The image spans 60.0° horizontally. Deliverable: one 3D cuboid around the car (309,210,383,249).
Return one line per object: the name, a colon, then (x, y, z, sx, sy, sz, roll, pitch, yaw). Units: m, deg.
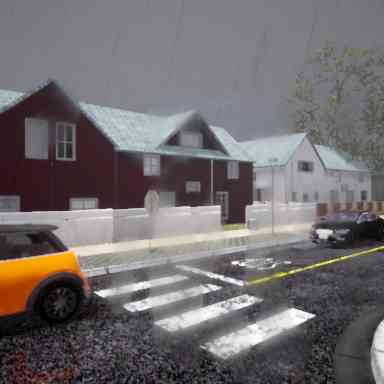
car: (7.302, 1.612, 15.420, 4.902, 1.511, 2.128, 1, 0, -41)

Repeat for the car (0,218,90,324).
car: (-4.148, 1.367, 5.448, 4.553, 1.767, 2.097, 0, 0, -41)
